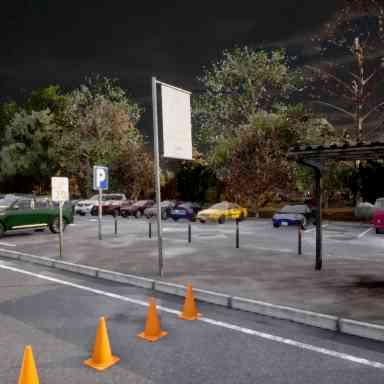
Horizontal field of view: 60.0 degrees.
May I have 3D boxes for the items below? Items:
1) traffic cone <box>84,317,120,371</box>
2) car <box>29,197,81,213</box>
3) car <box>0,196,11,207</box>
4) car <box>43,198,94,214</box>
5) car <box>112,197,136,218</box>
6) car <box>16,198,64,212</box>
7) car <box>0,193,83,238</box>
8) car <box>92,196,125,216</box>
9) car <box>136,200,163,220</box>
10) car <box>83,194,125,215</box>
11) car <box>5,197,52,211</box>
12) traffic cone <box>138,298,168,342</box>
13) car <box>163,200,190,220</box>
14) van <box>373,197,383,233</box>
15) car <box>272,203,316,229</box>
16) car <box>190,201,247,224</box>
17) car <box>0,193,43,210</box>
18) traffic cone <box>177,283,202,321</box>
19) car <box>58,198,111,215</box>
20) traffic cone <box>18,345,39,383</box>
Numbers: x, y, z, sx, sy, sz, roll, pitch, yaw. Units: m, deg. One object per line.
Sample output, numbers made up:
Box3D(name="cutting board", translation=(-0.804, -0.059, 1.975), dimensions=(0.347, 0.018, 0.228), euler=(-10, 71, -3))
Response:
Box3D(name="traffic cone", translation=(-1.192, 1.957, 4.404), dimensions=(0.340, 0.580, 0.340), euler=(0, 0, 35))
Box3D(name="car", translation=(-15.599, 1.444, 38.243), dimensions=(1.946, 1.575, 5.366), euler=(0, 0, 35))
Box3D(name="car", translation=(-29.226, 1.333, 47.823), dimensions=(1.946, 1.575, 5.366), euler=(1, 0, 35))
Box3D(name="car", translation=(-13.436, 1.455, 36.490), dimensions=(2.097, 1.535, 5.008), euler=(0, 0, 35))
Box3D(name="car", translation=(-4.345, 1.469, 30.113), dimensions=(2.097, 1.535, 5.008), euler=(0, 0, 35))
Box3D(name="car", translation=(-17.990, 1.469, 39.661), dimensions=(2.163, 1.488, 4.792), euler=(0, 0, 35))
Box3D(name="car", translation=(-8.904, 1.221, 17.289), dimensions=(2.435, 2.045, 5.566), euler=(0, 0, 35))
Box3D(name="car", translation=(-6.617, 1.466, 31.710), dimensions=(2.097, 1.535, 5.008), euler=(0, 0, 35))
Box3D(name="car", translation=(-2.074, 1.473, 28.518), dimensions=(2.231, 1.521, 4.892), euler=(0, 0, 35))
Box3D(name="car", translation=(-8.907, 1.212, 33.278), dimensions=(2.435, 2.045, 5.566), euler=(0, 0, 35))
Box3D(name="car", translation=(-20.233, 1.452, 41.310), dimensions=(2.163, 1.488, 4.792), euler=(0, 0, 35))
Box3D(name="traffic cone", translation=(-0.617, 1.957, 5.220), dimensions=(0.340, 0.580, 0.340), euler=(0, 0, 35))
Box3D(name="car", translation=(0.209, 1.505, 26.941), dimensions=(2.163, 1.488, 4.792), euler=(0, 0, 35))
Box3D(name="van", translation=(11.613, 1.264, 19.032), dimensions=(1.878, 1.987, 4.442), euler=(0, 0, 35))
Box3D(name="car", translation=(6.989, 1.513, 22.105), dimensions=(2.163, 1.488, 4.792), euler=(0, 0, 35))
Box3D(name="car", translation=(2.356, 1.475, 25.169), dimensions=(1.946, 1.575, 5.366), euler=(0, 0, 35))
Box3D(name="car", translation=(-22.535, 1.153, 42.857), dimensions=(2.435, 2.045, 5.566), euler=(0, 0, 35))
Box3D(name="traffic cone", translation=(-0.042, 1.957, 6.036), dimensions=(0.340, 0.580, 0.340), euler=(0, 0, 36))
Box3D(name="car", translation=(-11.164, 1.461, 34.892), dimensions=(2.231, 1.521, 4.892), euler=(0, 0, 35))
Box3D(name="traffic cone", translation=(-1.767, 1.957, 3.587), dimensions=(0.340, 0.580, 0.340), euler=(0, 0, 35))
